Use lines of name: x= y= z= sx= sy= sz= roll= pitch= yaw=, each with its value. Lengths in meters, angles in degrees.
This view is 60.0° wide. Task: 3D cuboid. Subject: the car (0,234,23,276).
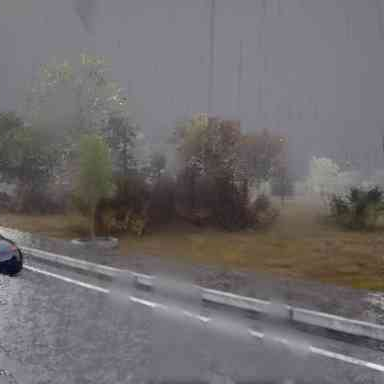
car: x=-6.508 y=1.578 z=9.332 sx=4.181 sy=1.385 sz=1.994 roll=0 pitch=0 yaw=40
